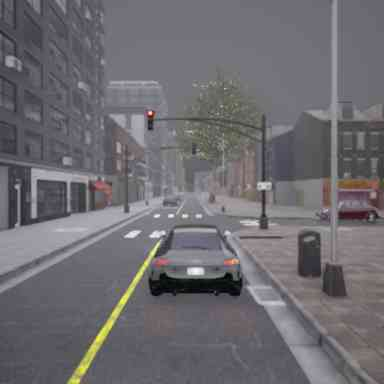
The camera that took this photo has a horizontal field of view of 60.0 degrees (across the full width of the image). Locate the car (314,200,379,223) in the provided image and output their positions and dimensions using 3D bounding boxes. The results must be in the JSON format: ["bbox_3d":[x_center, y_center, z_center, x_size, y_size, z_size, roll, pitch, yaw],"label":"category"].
[{"bbox_3d":[10.923,1.308,23.789,4.097,1.590,1.967,0,0,0],"label":"car"}]

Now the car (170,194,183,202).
[{"bbox_3d":[-2.799,1.049,60.239,2.033,1.411,5.357,0,0,1],"label":"car"}]

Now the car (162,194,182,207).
[{"bbox_3d":[-2.847,1.175,44.157,2.033,1.411,5.357,0,0,0],"label":"car"}]

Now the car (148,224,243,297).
[{"bbox_3d":[0.082,1.489,8.450,1.994,1.385,4.181,0,0,0],"label":"car"}]
